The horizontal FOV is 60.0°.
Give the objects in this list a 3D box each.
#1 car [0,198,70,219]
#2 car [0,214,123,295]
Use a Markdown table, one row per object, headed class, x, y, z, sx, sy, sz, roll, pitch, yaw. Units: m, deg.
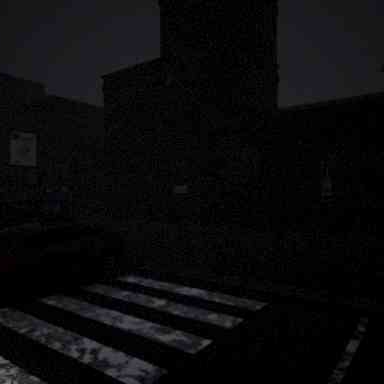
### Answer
| class | x | y | z | sx | sy | sz | roll | pitch | yaw |
| --- | --- | --- | --- | --- | --- | --- | --- | --- | --- |
| car | -6.122 | 1.227 | 9.692 | 2.435 | 2.045 | 5.566 | 0 | 0 | 36 |
| car | -3.860 | 1.509 | 8.076 | 2.163 | 1.488 | 4.792 | 0 | 0 | 36 |
